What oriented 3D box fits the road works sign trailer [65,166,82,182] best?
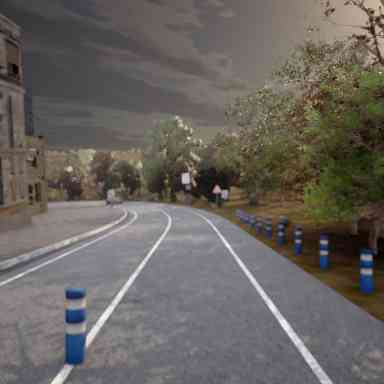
[{"bbox_3d":[-29.287,-4.435,80.943,2.880,3.560,2.380,-21,14,29],"label":"road works sign trailer"}]

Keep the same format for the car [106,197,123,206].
[{"bbox_3d":[-13.748,1.614,58.794,1.837,1.490,4.892,-3,2,-32],"label":"car"}]
